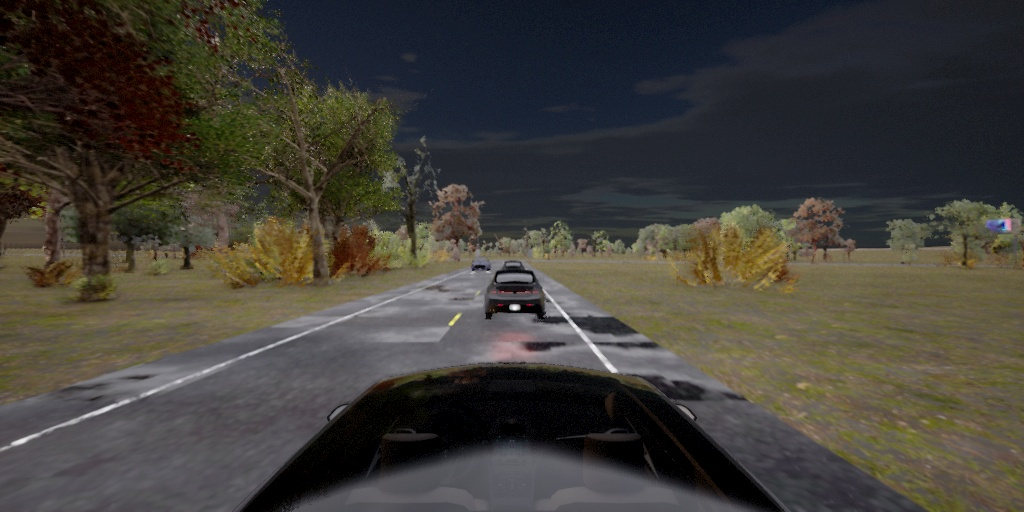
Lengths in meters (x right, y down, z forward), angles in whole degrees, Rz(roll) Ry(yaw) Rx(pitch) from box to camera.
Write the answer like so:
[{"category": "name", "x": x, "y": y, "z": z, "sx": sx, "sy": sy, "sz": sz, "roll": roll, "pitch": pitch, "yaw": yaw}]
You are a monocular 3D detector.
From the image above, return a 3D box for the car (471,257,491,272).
[{"category": "car", "x": -3.588, "y": 0.885, "z": 42.373, "sx": 2.097, "sy": 1.767, "sz": 4.553, "roll": 0, "pitch": 0, "yaw": 0}]

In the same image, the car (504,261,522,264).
[{"category": "car", "x": 0.086, "y": 1.119, "z": 27.781, "sx": 1.837, "sy": 1.490, "sz": 4.892, "roll": 0, "pitch": 0, "yaw": 0}]

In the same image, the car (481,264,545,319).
[{"category": "car", "x": 0.087, "y": 1.199, "z": 12.542, "sx": 1.837, "sy": 1.490, "sz": 4.892, "roll": 0, "pitch": 0, "yaw": 0}]
